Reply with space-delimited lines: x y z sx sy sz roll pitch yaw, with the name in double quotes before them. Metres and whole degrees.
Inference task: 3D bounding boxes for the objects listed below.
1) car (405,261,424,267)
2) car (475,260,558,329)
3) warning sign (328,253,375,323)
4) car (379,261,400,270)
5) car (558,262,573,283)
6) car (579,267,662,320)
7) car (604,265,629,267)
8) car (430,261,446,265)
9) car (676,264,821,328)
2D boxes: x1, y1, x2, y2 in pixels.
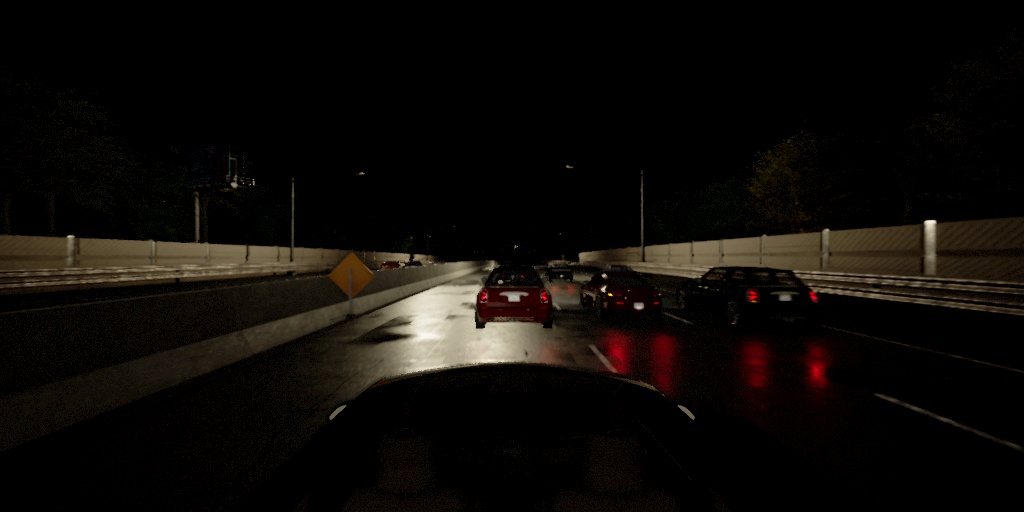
"car" -14.024 1.418 51.846 1.812 1.442 4.674 0 -1 0
"car" 0.068 1.083 11.304 2.097 1.767 4.553 0 0 0
"warning sign" -4.544 0.843 10.098 1.300 1.860 1.060 0 0 0
"car" -17.521 1.418 51.769 1.812 1.442 4.674 0 0 0
"car" 3.590 1.244 28.121 2.128 1.511 4.902 0 0 0
"car" 3.576 1.253 12.407 1.812 1.442 4.674 0 0 0
"car" 7.065 1.288 24.443 2.033 1.411 5.357 0 0 1
"car" -10.526 1.438 51.667 2.033 1.411 5.357 0 0 1
"car" 7.068 1.083 11.376 2.097 1.767 4.553 0 0 0
